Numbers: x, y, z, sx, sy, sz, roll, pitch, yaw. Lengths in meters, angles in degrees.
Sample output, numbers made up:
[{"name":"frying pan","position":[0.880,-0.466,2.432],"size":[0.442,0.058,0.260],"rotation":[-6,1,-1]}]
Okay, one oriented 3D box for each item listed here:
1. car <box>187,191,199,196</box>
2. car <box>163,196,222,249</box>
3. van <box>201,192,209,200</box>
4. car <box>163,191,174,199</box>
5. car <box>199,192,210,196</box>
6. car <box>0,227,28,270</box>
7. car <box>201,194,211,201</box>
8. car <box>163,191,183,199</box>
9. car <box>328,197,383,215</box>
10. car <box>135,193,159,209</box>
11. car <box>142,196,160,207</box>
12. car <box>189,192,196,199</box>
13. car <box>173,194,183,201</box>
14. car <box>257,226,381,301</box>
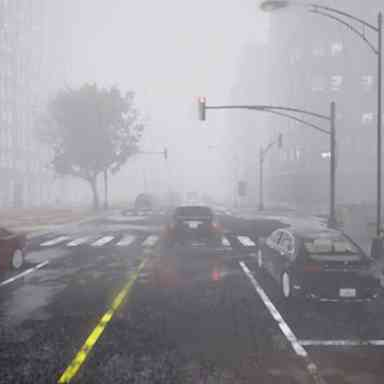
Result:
[{"name":"car","position":[0.097,0.734,69.679],"size":[2.150,2.045,5.566],"rotation":[0,0,0]},{"name":"car","position":[0.074,1.243,14.221],"size":[2.097,1.767,4.553],"rotation":[0,0,1]},{"name":"van","position":[2.791,0.835,73.461],"size":[1.690,1.788,3.998],"rotation":[0,0,0]},{"name":"car","position":[-5.582,0.776,78.995],"size":[2.192,1.841,5.009],"rotation":[0,0,0]},{"name":"car","position":[2.776,1.128,62.416],"size":[1.947,1.339,4.313],"rotation":[0,0,0]},{"name":"car","position":[-5.681,1.483,7.950],"size":[1.887,1.381,4.507],"rotation":[0,0,0]},{"name":"car","position":[2.784,1.051,68.109],"size":[1.752,1.417,4.829],"rotation":[0,0,0]},{"name":"car","position":[-3.004,0.837,54.221],"size":[2.150,2.045,5.566],"rotation":[0,0,0]},{"name":"car","position":[13.463,1.138,27.327],"size":[4.403,1.369,2.008],"rotation":[-1,1,0]},{"name":"car","position":[-5.636,1.024,40.336],"size":[2.192,1.841,5.009],"rotation":[0,0,0]},{"name":"car","position":[-5.628,1.238,45.861],"size":[1.947,1.339,4.313],"rotation":[0,0,0]},{"name":"car","position":[0.112,0.804,80.071],"size":[1.837,1.490,4.892],"rotation":[0,0,0]},{"name":"car","position":[-2.903,1.064,69.830],"size":[1.994,1.385,4.181],"rotation":[0,0,0]},{"name":"car","position":[2.699,1.489,7.938],"size":[2.008,1.369,4.403],"rotation":[0,0,0]}]
